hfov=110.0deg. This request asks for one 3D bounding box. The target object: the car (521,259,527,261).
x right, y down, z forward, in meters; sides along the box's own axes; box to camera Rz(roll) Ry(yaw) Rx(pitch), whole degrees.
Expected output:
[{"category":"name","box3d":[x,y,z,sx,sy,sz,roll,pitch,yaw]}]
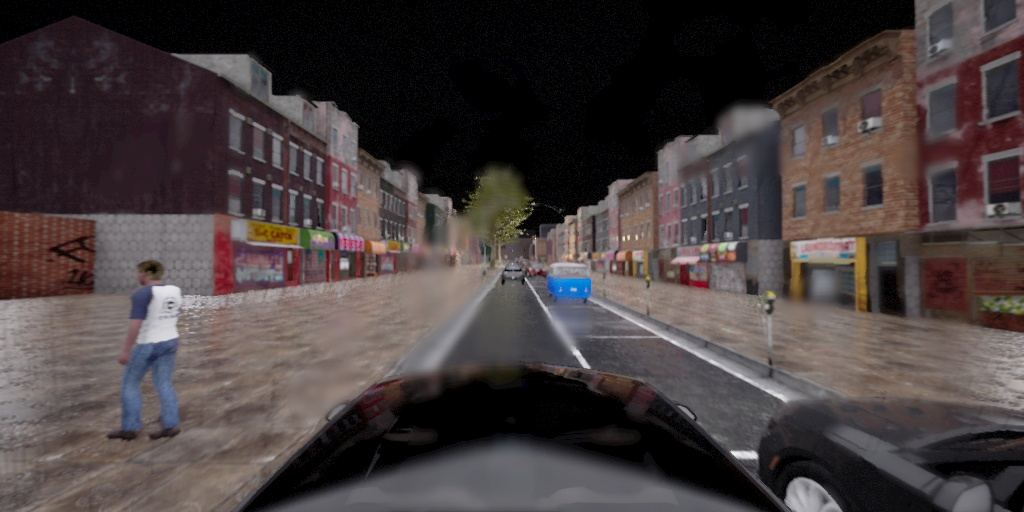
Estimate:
[{"category":"car","box3d":[2.645,1.404,44.962,2.192,1.841,5.009,0,0,0]}]

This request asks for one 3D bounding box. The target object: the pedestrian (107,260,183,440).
[{"category":"pedestrian","box3d":[-3.722,0.913,3.656,0.375,1.860,0.375,0,-1,0]}]

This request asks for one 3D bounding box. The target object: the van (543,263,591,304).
[{"category":"van","box3d":[2.640,1.237,17.252,1.690,1.789,3.998,0,0,0]}]

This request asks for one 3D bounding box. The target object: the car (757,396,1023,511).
[{"category":"car","box3d":[2.749,1.245,0.699,1.837,1.490,4.892,0,-1,0]}]

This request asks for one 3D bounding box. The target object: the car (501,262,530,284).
[{"category":"car","box3d":[0.100,1.484,29.705,2.128,1.511,4.902,0,-1,0]}]

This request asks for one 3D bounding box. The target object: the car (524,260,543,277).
[{"category":"car","box3d":[2.644,1.497,39.421,1.967,1.591,4.097,0,0,0]}]
